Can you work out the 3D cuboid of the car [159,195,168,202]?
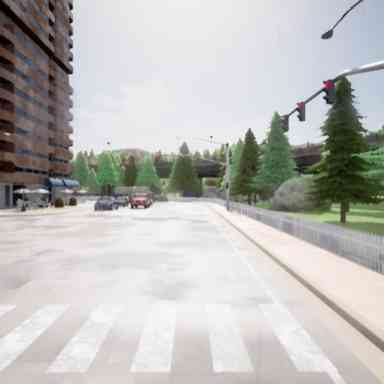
[{"bbox_3d":[-7.472,1.375,75.727,2.097,1.767,4.553,0,0,-39],"label":"car"}]

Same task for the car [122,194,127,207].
[{"bbox_3d":[-10.772,1.518,50.488,1.837,1.490,4.892,0,0,-1],"label":"car"}]

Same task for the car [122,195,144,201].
[{"bbox_3d":[-14.760,1.474,82.701,5.357,1.411,2.033,0,0,32],"label":"car"}]

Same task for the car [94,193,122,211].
[{"bbox_3d":[-10.645,1.363,41.520,2.097,1.767,4.553,0,0,0],"label":"car"}]

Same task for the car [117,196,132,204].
[{"bbox_3d":[-12.970,1.580,64.138,1.994,1.385,4.181,0,0,-24],"label":"car"}]

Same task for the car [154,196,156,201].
[{"bbox_3d":[-7.625,1.615,56.774,1.895,1.301,4.718,0,0,-6],"label":"car"}]

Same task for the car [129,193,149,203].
[{"bbox_3d":[-10.931,1.240,68.383,2.150,2.045,5.566,0,0,-29],"label":"car"}]

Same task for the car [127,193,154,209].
[{"bbox_3d":[-7.141,1.234,46.608,2.150,2.045,5.566,0,0,0],"label":"car"}]

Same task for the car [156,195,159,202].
[{"bbox_3d":[-10.342,1.244,73.728,2.150,2.045,5.566,0,0,-39],"label":"car"}]
